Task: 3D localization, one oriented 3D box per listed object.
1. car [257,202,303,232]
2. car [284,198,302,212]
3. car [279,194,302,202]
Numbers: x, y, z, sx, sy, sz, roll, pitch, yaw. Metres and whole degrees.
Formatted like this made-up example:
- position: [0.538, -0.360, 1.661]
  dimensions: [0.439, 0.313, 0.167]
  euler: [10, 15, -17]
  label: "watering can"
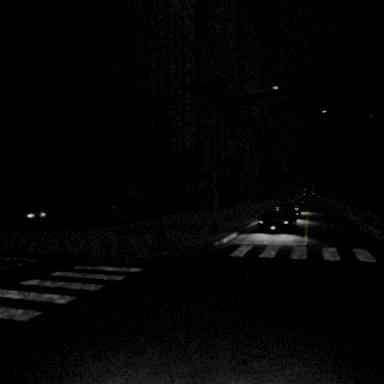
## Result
- position: [5.385, 1.556, 20.521]
  dimensions: [2.033, 1.411, 5.357]
  euler: [-1, 0, 22]
  label: "car"
- position: [11.973, 1.506, 39.137]
  dimensions: [1.812, 1.442, 4.674]
  euler: [-1, 0, 19]
  label: "car"
- position: [8.557, 1.347, 29.610]
  dimensions: [2.097, 1.767, 4.553]
  euler: [-1, 0, 20]
  label: "car"
